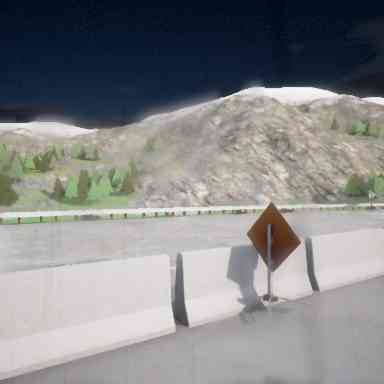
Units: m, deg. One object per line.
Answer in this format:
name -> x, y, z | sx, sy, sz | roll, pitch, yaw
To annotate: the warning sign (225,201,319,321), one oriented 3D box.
warning sign -> 1.439, 1.115, 6.096 | 1.060, 1.860, 1.300 | 0, 0, -34
